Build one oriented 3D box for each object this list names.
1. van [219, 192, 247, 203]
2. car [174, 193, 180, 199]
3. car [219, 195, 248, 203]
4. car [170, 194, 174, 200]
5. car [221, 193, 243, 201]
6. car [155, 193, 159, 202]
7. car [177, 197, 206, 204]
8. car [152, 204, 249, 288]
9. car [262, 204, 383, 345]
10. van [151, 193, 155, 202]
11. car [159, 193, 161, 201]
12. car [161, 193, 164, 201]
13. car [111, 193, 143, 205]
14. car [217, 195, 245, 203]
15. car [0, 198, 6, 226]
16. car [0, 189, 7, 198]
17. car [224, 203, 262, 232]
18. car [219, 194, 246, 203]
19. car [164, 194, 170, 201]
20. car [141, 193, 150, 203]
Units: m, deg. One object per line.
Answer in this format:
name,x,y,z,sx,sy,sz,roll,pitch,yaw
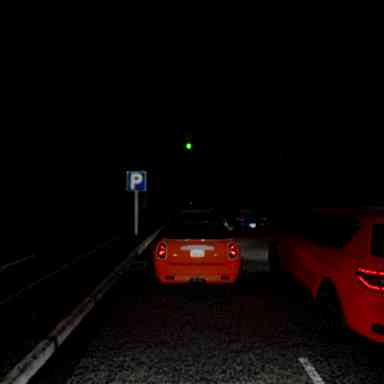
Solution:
van,7.227,1.132,60.022,4.442,1.987,1.878,1,0,-14
car,-6.704,1.456,93.294,5.008,1.535,2.097,-1,0,-11
car,8.141,1.363,65.986,5.366,1.575,1.946,1,0,-13
car,-8.082,1.193,84.354,5.566,2.045,2.435,-1,0,-12
car,9.385,1.246,77.694,4.553,1.767,2.185,1,0,-12
car,-10.078,1.427,69.367,4.892,1.521,2.231,-1,0,-14
car,0.254,1.417,21.207,2.097,1.767,4.553,0,0,1
car,0.129,1.382,9.469,2.097,1.767,4.553,0,0,0
car,3.110,1.245,6.558,2.150,2.045,5.566,0,0,0
van,-10.303,1.193,66.396,4.442,1.987,1.878,-1,0,-14
car,-9.708,1.469,72.362,4.674,1.452,2.002,-1,0,-13
car,-9.339,1.474,75.364,4.674,1.452,2.002,-1,-1,-13
car,-11.498,1.445,57.410,4.792,1.488,2.163,-1,0,-15
car,8.120,1.361,68.837,5.366,1.575,1.946,1,0,-13
car,-13.646,1.430,19.602,4.553,1.767,2.185,-1,0,-19
car,-28.210,0.210,48.264,2.002,1.452,4.674,6,-3,-19
car,3.193,1.587,19.760,1.812,1.442,4.674,0,0,0
car,7.608,1.236,62.992,4.553,1.767,2.185,1,0,-14
car,-8.529,1.481,81.347,4.674,1.452,2.002,-1,0,-12
car,-10.856,1.406,60.403,5.366,1.575,1.946,-1,0,-15
